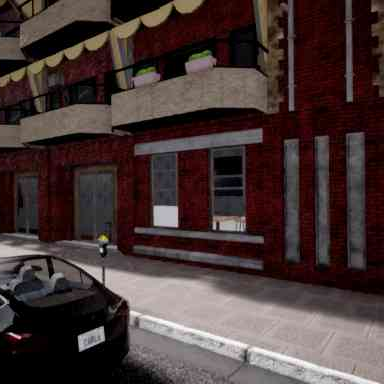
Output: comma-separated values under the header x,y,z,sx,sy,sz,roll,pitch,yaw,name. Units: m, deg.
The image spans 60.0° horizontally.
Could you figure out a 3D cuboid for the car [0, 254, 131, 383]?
x,y,z,sx,sy,sz,roll,pitch,yaw,name
-2.739,1.567,4.681,4.313,1.339,1.947,0,-1,35,car
